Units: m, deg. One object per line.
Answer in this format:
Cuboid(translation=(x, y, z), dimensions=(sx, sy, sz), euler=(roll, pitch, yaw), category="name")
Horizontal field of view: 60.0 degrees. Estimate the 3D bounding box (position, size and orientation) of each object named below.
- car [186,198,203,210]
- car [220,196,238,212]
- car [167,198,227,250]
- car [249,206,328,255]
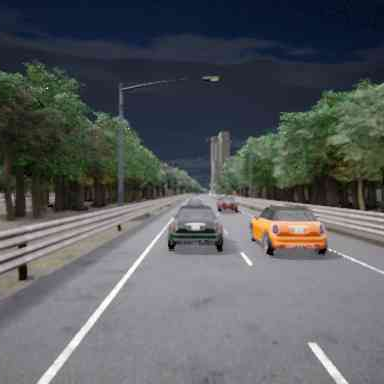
Cuboid(translation=(0.335, 1.456, 42.124), dimensions=(1.994, 1.385, 4.181), euler=(0, 0, 0), category="car")
Cuboid(translation=(3.803, 1.262, 36.953), dimensions=(2.097, 1.767, 4.553), euler=(0, 0, 0), category="car")
Cuboid(translation=(0.152, 1.308, 14.198), dimensions=(2.097, 1.767, 4.553), euler=(0, 0, 1), category="car")
Cuboid(translation=(3.640, 1.320, 13.365), dimensions=(2.097, 1.767, 4.553), euler=(0, 0, 1), category="car")
